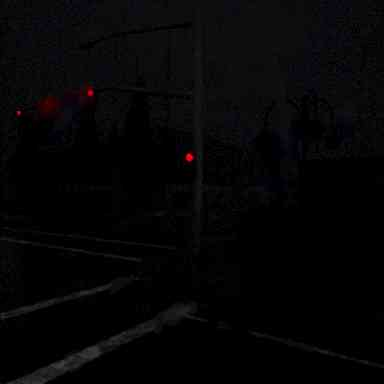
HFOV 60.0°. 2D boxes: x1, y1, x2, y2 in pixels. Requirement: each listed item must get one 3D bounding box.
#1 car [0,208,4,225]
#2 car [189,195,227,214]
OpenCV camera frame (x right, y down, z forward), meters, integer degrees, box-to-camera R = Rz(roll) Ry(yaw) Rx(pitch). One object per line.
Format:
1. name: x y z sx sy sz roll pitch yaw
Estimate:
1. car: -13.283 1.369 17.987 2.150 2.045 5.566 0 0 37
2. car: 1.918 1.350 38.267 2.150 2.045 5.566 0 0 37
